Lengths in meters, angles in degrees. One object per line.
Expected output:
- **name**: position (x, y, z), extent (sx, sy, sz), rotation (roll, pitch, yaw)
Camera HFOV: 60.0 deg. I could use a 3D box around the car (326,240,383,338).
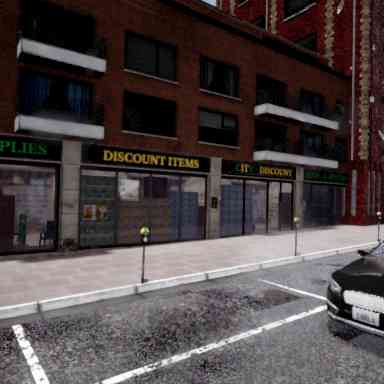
- **car**: position (4.446, 1.499, 6.126), extent (4.902, 1.511, 2.128), rotation (0, 0, -36)
